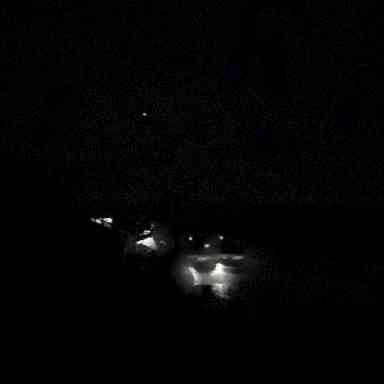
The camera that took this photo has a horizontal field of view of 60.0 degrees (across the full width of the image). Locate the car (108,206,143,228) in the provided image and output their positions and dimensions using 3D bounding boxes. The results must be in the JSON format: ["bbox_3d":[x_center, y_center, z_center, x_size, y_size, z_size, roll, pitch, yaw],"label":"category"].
[{"bbox_3d":[-4.616,1.891,25.154,2.128,1.511,4.902,3,-2,-24],"label":"car"}]

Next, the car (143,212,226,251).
[{"bbox_3d":[-0.441,1.791,15.629,2.033,1.411,5.357,3,-2,-24],"label":"car"}]

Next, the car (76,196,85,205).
[{"bbox_3d":[-28.374,2.574,86.388,2.033,1.411,5.357,3,-1,-24],"label":"car"}]

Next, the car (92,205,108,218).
[{"bbox_3d":[-10.016,2.146,37.473,1.994,1.385,4.181,3,-2,-24],"label":"car"}]
